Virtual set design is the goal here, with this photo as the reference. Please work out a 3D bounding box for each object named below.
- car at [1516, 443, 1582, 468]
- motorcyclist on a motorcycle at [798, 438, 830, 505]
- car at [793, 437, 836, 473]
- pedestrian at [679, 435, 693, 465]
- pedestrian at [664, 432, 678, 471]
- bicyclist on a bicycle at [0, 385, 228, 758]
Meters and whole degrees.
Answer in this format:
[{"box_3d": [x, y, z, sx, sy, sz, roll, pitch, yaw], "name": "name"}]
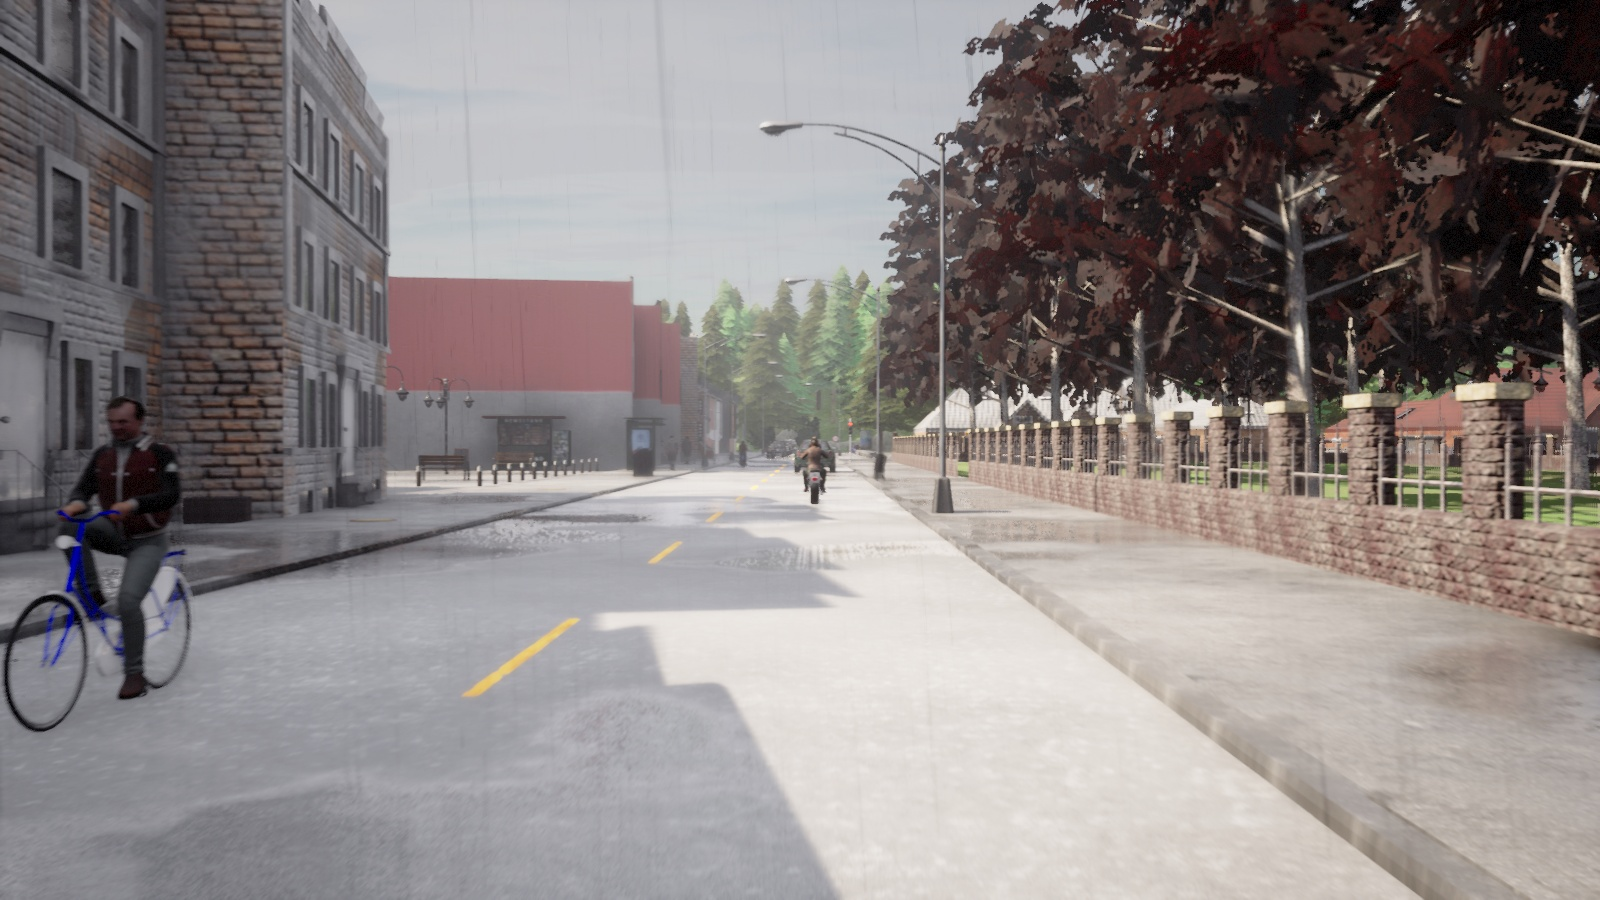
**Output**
[{"box_3d": [46.157, 0.327, 77.482, 1.789, 1.549, 3.705, 0, 0, -1], "name": "car"}, {"box_3d": [0.359, 0.518, 31.756, 0.766, 1.649, 2.350, 0, 0, 1], "name": "motorcyclist on a motorcycle"}, {"box_3d": [0.739, 0.242, 64.440, 2.097, 1.767, 4.553, 0, 0, 1], "name": "car"}, {"box_3d": [-7.278, -0.003, 80.369, 0.659, 1.952, 0.873, 0, 0, 11], "name": "pedestrian"}, {"box_3d": [-6.568, 0.088, 63.935, 0.659, 1.952, 0.873, 0, 0, -12], "name": "pedestrian"}, {"box_3d": [-3.903, 0.575, 6.904, 0.659, 1.776, 1.843, 0, 0, 1], "name": "bicyclist on a bicycle"}]
